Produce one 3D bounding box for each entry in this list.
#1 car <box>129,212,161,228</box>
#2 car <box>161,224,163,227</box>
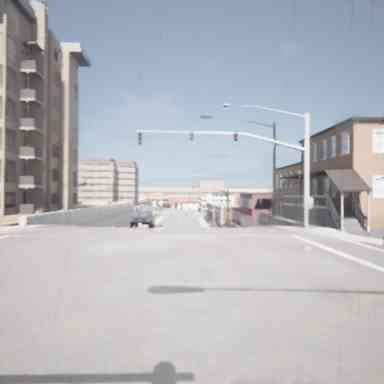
[{"bbox_3d":[-4.260,2.435,29.511,2.033,1.411,5.357,0,-6,-1],"label":"car"},{"bbox_3d":[-4.577,5.034,44.257,2.097,1.767,4.553,0,-13,-1],"label":"car"}]
